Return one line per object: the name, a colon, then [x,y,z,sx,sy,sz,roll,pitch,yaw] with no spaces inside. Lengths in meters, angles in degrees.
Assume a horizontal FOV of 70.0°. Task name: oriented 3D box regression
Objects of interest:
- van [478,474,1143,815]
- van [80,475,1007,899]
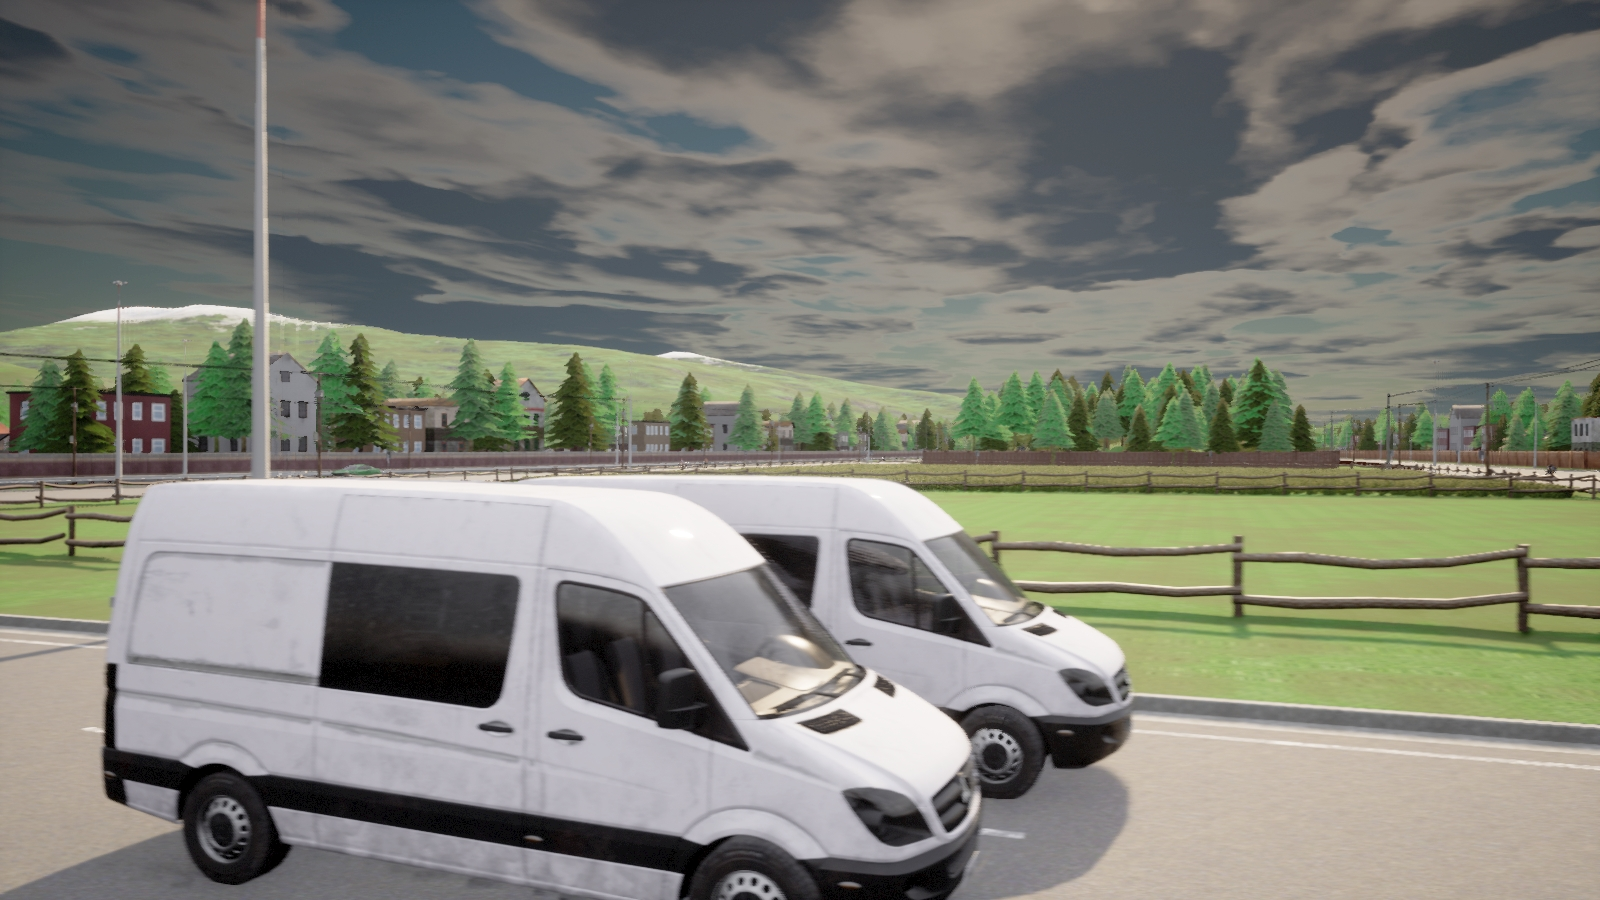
van: [0.077,1.537,10.732,5.915,2.561,1.988,0,0,20]
van: [-1.760,1.532,7.677,5.915,2.561,1.988,1,0,20]
